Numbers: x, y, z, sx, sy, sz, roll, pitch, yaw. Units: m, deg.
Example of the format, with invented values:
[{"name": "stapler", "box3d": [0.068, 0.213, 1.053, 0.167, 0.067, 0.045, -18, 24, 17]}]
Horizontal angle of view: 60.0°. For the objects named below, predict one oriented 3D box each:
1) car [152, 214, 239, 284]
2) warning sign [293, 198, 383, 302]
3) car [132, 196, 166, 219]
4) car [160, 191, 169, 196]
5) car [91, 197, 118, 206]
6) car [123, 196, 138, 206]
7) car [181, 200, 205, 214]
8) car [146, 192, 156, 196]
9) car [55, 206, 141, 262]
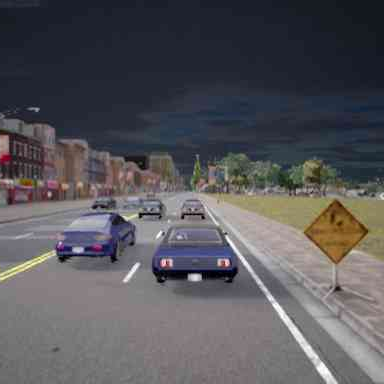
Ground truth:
[{"name": "car", "box3d": [0.069, 1.524, 9.329, 1.895, 1.301, 4.718, 0, 0, 0]}, {"name": "warning sign", "box3d": [2.835, 1.060, 6.575, 1.300, 1.860, 1.060, -1, 0, 0]}, {"name": "car", "box3d": [-3.168, 1.335, 27.038, 2.033, 1.411, 5.357, 0, 0, 0]}, {"name": "car", "box3d": [-6.500, 0.497, 79.282, 2.097, 1.767, 4.553, 0, 0, 0]}, {"name": "car", "box3d": [-9.849, 1.257, 37.849, 2.033, 1.411, 5.357, 0, 0, 0]}, {"name": "car", "box3d": [-6.596, 1.236, 37.848, 1.812, 1.442, 4.674, 0, 0, 0]}, {"name": "car", "box3d": [0.082, 1.335, 27.047, 2.033, 1.411, 5.357, 0, 0, 0]}, {"name": "car", "box3d": [-9.750, 0.620, 79.252, 1.882, 1.535, 5.008, 0, 0, 0]}, {"name": "car", "box3d": [-3.178, 1.430, 11.633, 1.812, 1.442, 4.674, 0, 1, 0]}]
